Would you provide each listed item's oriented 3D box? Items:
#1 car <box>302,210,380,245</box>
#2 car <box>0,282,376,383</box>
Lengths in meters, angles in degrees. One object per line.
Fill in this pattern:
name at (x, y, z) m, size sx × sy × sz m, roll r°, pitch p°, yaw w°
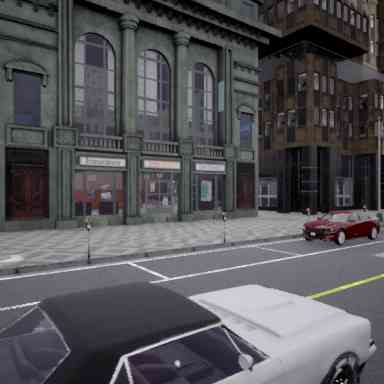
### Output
car at (6.996, 1.547, 15.505) m, size 4.507 × 1.381 × 1.887 m, roll 0°, pitch 0°, yaw -35°
car at (-0.278, 1.600, 3.118) m, size 4.718 × 1.301 × 1.895 m, roll 0°, pitch 0°, yaw -35°
